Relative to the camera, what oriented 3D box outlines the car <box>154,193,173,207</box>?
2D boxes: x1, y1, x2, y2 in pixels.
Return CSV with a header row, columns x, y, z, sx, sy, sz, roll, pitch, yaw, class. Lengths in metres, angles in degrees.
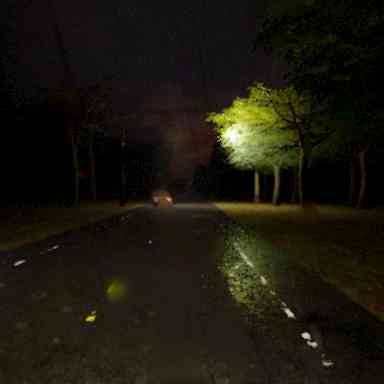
x,y,z,sx,sy,sz,roll,pitch,yaw,class
-3.602,0.987,41.992,2.097,1.767,4.553,0,0,0,car
